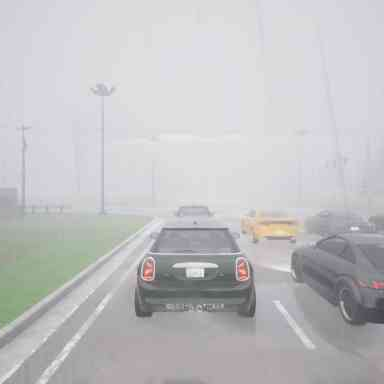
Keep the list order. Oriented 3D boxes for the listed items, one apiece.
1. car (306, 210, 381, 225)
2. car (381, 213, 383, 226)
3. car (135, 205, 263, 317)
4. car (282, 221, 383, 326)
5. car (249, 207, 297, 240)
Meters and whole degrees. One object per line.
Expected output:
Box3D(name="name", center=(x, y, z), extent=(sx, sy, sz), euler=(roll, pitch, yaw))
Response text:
Box3D(name="car", center=(7.085, 1.564, 16.460), extent=(1.994, 1.385, 4.181), euler=(0, 0, 0))
Box3D(name="car", center=(10.586, 1.492, 16.411), extent=(2.128, 1.511, 4.902), euler=(0, 0, 0))
Box3D(name="car", center=(0.064, 1.352, 7.606), extent=(2.097, 1.767, 4.553), euler=(0, 0, 0))
Box3D(name="car", center=(3.565, 1.564, 7.075), extent=(1.994, 1.385, 4.181), euler=(0, 0, 0))
Box3D(name="car", center=(3.586, 1.478, 16.036), extent=(1.882, 1.535, 5.008), euler=(0, 0, 0))
